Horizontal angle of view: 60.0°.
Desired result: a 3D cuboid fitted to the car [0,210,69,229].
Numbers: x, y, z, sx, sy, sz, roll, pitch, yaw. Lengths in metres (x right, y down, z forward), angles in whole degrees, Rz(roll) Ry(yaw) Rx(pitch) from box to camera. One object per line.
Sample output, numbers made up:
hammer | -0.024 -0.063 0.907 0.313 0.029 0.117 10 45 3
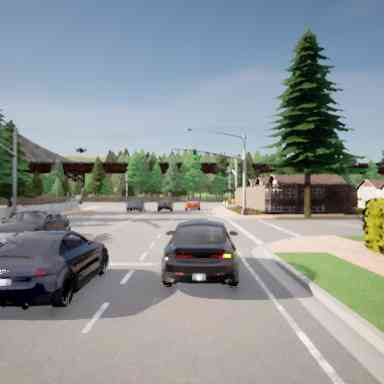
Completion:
car | -7.109 1.590 15.040 2.128 1.511 4.902 0 0 0

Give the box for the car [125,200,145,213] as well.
car | -7.093 1.780 41.865 1.837 1.490 4.892 0 -1 0

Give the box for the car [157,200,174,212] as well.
car | -3.424 1.787 43.249 1.837 1.490 4.892 0 0 0

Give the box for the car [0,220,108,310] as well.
car | -3.419 1.618 8.030 1.994 1.385 4.181 0 0 0

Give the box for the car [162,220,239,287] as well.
car | 0.271 1.569 9.561 1.837 1.490 4.892 0 0 3

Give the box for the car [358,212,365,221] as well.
car | 14.846 1.626 24.568 4.892 1.490 1.837 0 0 -1

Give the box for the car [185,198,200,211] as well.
car | 0.101 1.659 47.129 2.097 1.767 4.553 0 0 0
